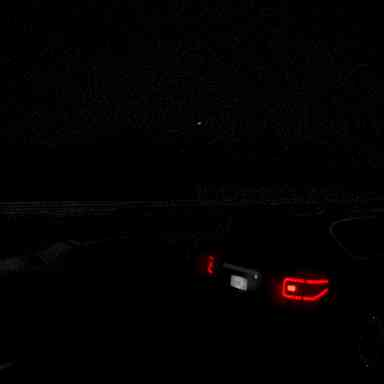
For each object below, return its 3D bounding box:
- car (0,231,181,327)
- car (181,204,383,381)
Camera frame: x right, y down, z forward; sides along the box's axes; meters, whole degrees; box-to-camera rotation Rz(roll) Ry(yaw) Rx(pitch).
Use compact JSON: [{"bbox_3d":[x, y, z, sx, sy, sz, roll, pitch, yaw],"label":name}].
[{"bbox_3d":[-1.418,1.552,7.033,5.357,1.411,2.033,0,0,-35],"label":"car"},{"bbox_3d":[2.769,1.231,5.721,5.566,2.045,2.150,0,0,-36],"label":"car"}]
